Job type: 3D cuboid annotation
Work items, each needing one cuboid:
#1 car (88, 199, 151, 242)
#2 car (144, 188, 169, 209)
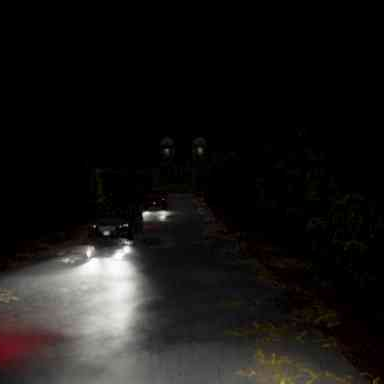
[{"bbox_3d":[-3.409,1.318,15.595,2.128,1.511,4.902,-1,1,-1],"label":"car"},{"bbox_3d":[-3.594,0.633,34.210,2.150,2.045,5.566,-1,2,-1],"label":"car"}]
